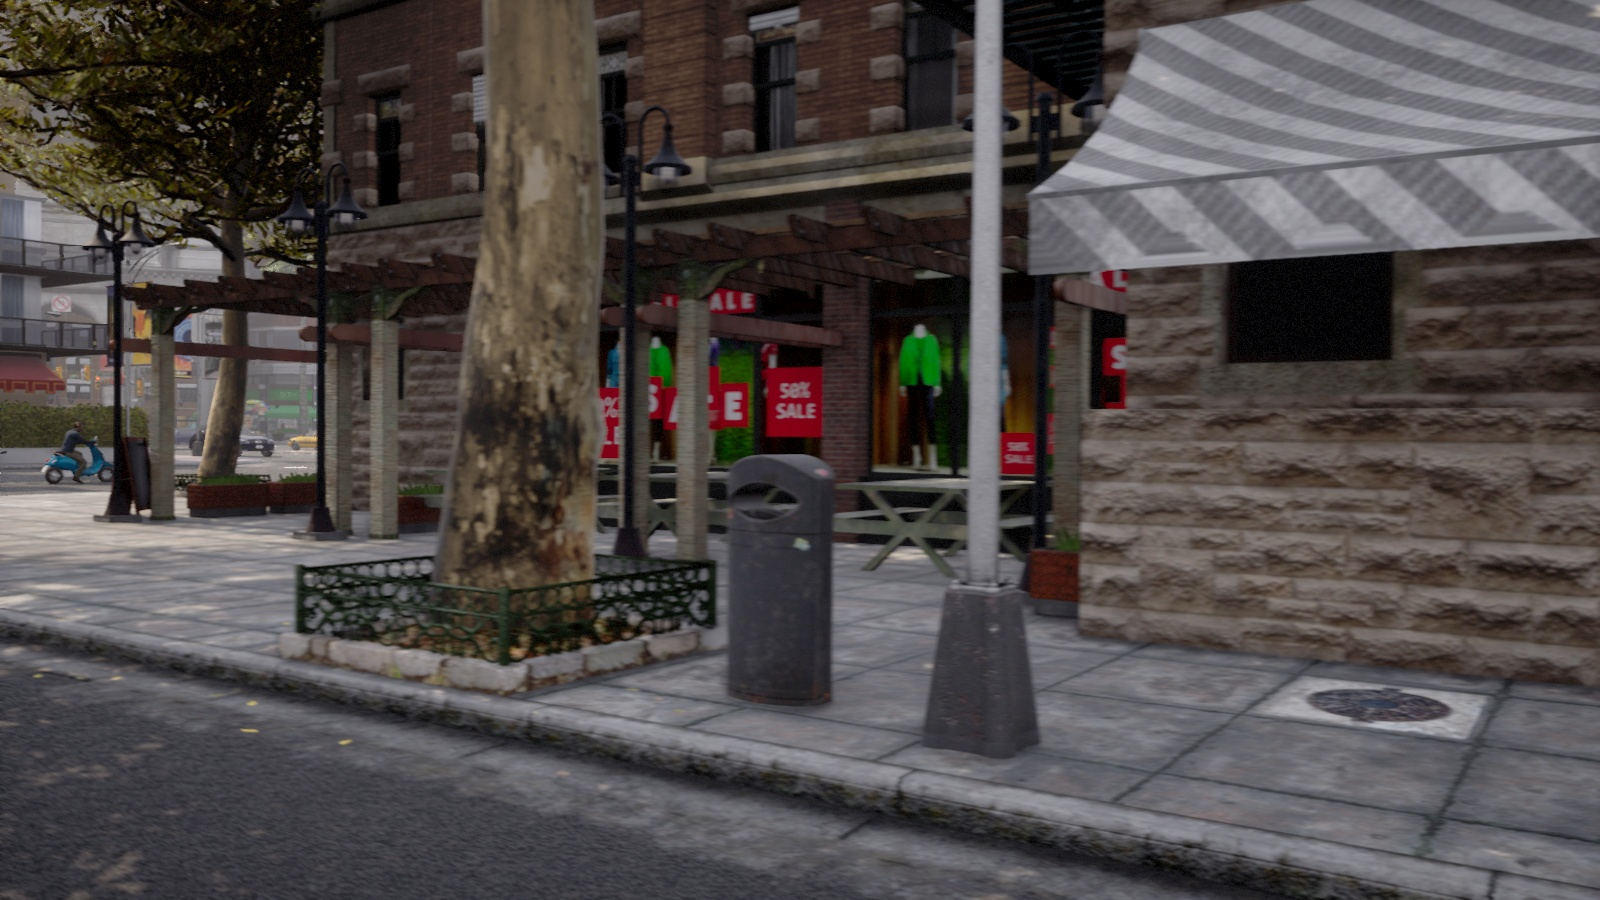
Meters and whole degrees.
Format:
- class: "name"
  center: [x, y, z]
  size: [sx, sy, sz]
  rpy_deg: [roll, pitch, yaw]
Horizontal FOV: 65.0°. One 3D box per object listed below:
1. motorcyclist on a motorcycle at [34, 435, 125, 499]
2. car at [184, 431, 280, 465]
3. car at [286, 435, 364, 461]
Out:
- class: "motorcyclist on a motorcycle"
  center: [-18.609, 0.410, 32.466]
  size: [0.866, 1.590, 1.817]
  rpy_deg: [0, 1, 33]
- class: "car"
  center: [-29.282, -0.107, 64.694]
  size: [5.027, 1.651, 2.152]
  rpy_deg: [0, 1, 34]
- class: "car"
  center: [-29.865, -0.136, 78.903]
  size: [5.366, 1.575, 1.801]
  rpy_deg: [0, 1, 34]
